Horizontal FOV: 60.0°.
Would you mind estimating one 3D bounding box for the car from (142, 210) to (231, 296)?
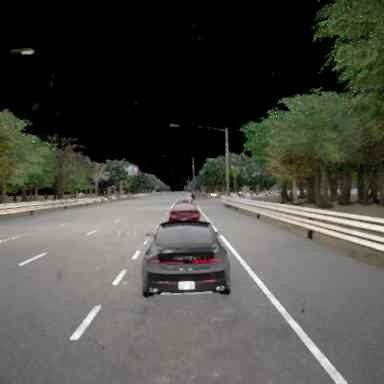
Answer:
[{"bbox_3d":[-0.159,1.467,8.563,1.837,1.490,4.892,-1,0,-1],"label":"car"}]

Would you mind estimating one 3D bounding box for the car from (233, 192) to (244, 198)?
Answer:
[{"bbox_3d":[12.365,0.800,88.527,1.837,1.490,4.892,-1,0,33],"label":"car"}]

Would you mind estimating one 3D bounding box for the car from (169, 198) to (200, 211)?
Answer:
[{"bbox_3d":[-0.464,1.401,21.300,1.882,1.535,5.008,-1,0,-1],"label":"car"}]
